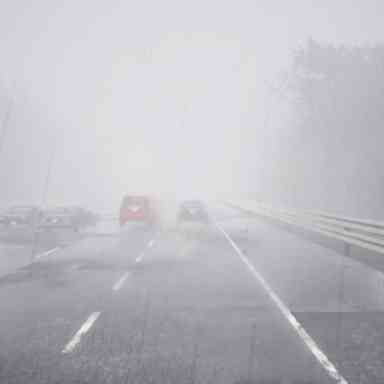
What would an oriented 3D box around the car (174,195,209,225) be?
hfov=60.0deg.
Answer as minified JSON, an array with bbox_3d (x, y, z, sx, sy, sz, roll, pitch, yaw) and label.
[{"bbox_3d":[0.063,1.287,23.288,2.097,1.767,4.553,0,0,0],"label":"car"}]

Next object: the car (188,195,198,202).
[{"bbox_3d":[0.235,1.326,68.718,1.837,1.490,4.892,0,0,1],"label":"car"}]

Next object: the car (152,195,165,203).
[{"bbox_3d":[-6.788,1.370,68.390,2.033,1.411,5.357,0,0,1],"label":"car"}]

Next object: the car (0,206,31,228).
[{"bbox_3d":[-10.446,1.541,21.680,1.895,1.301,4.718,0,0,0],"label":"car"}]

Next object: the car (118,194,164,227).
[{"bbox_3d":[-3.438,1.162,22.527,2.150,2.045,5.566,0,1,0],"label":"car"}]

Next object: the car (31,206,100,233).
[{"bbox_3d":[-6.958,1.494,19.417,2.033,1.411,5.357,0,0,1],"label":"car"}]

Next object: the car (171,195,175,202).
[{"bbox_3d":[-3.266,1.326,68.634,1.837,1.490,4.892,0,0,1],"label":"car"}]

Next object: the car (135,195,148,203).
[{"bbox_3d":[-10.271,1.302,67.822,1.882,1.535,5.008,0,0,1],"label":"car"}]
